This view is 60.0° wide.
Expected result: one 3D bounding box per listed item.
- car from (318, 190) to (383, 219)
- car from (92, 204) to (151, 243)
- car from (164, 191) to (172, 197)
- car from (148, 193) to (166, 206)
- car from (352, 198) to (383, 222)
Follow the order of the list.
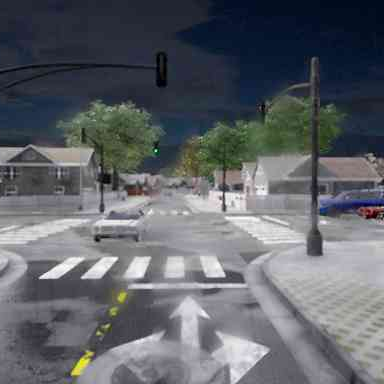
[{"bbox_3d":[11.983,0.882,25.107,5.566,2.045,2.150,0,0,-3],"label":"car"},{"bbox_3d":[-3.106,1.429,15.183,1.895,1.301,4.718,0,1,-2],"label":"car"},{"bbox_3d":[-6.274,0.476,85.309,2.033,1.411,5.357,0,1,2],"label":"car"},{"bbox_3d":[-4.783,1.087,43.878,1.895,1.301,4.718,0,1,-3],"label":"car"},{"bbox_3d":[13.514,1.270,21.906,4.718,1.301,1.895,0,0,-2],"label":"car"}]
